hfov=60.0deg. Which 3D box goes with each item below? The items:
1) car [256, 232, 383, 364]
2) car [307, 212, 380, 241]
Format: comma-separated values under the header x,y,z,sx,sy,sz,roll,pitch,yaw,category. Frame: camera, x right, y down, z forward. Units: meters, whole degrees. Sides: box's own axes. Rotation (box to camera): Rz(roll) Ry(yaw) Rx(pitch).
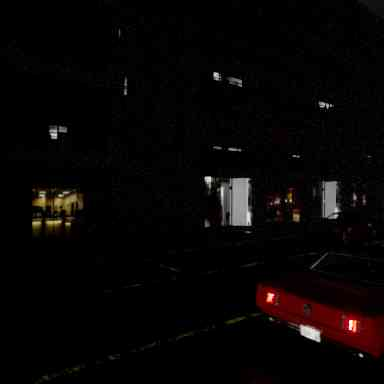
x,y,z,sx,sy,sz,roll,pitch,yaw,category
3.391,1.601,5.731,4.718,1.301,1.895,0,0,-35,car
7.172,1.583,15.538,4.206,1.307,1.802,0,0,-35,car
